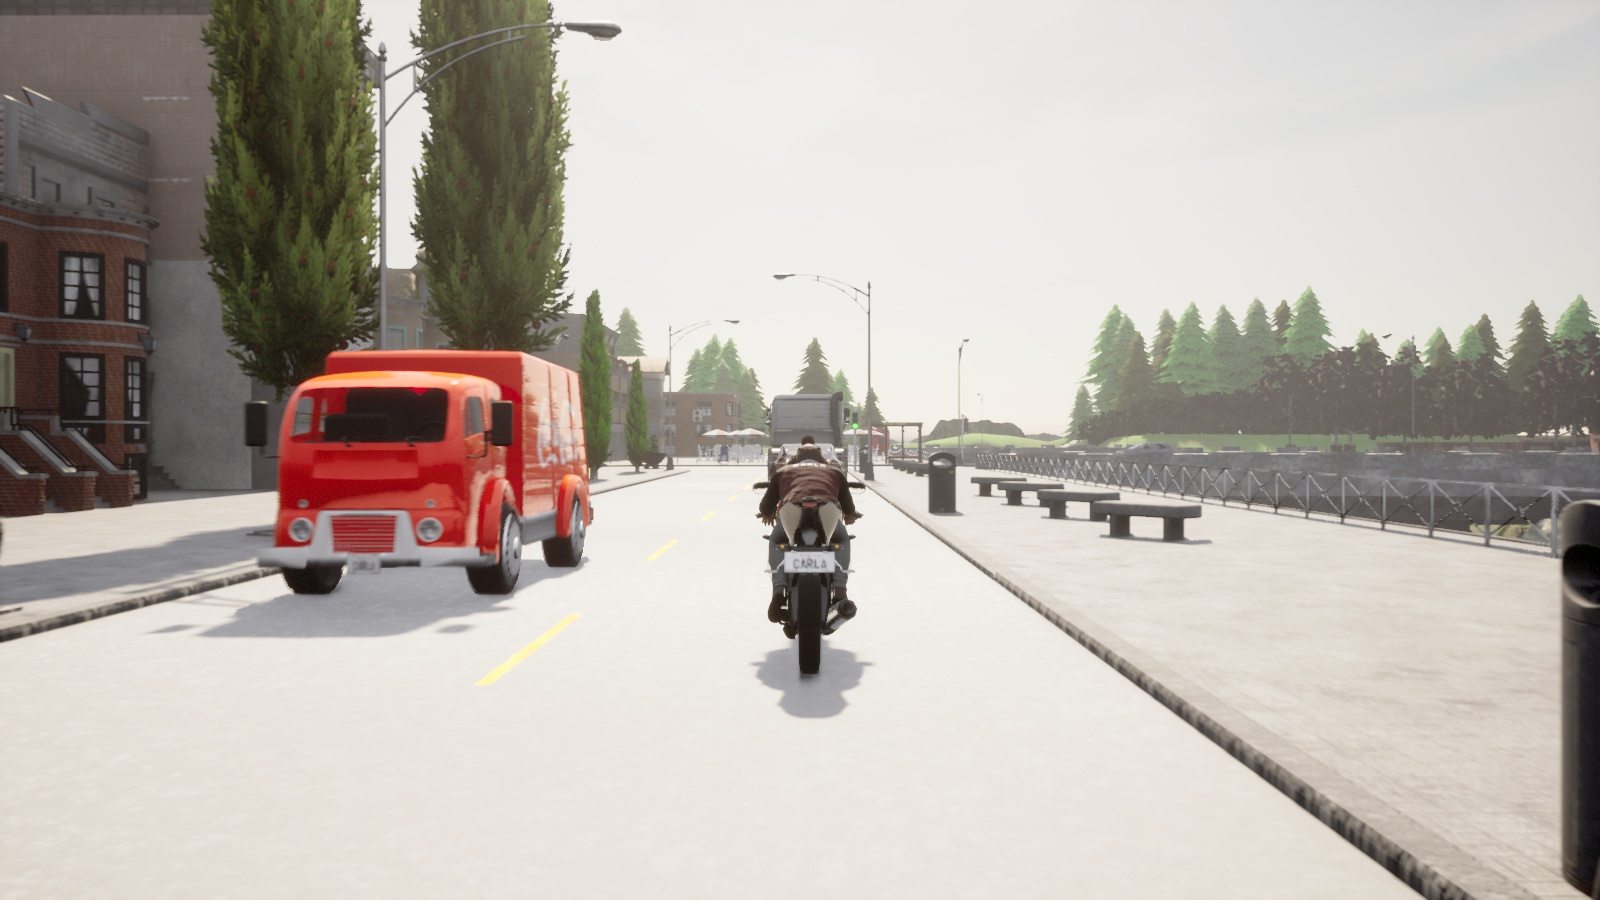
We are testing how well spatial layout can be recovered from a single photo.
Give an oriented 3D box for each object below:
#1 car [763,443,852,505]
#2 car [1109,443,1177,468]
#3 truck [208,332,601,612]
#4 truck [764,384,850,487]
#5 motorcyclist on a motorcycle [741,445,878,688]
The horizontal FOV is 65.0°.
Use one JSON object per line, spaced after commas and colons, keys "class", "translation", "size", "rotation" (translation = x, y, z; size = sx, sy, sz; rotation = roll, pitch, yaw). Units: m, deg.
{"class": "car", "translation": [0.196, 0.562, 32.686], "size": [2.163, 1.488, 4.792], "rotation": [0, 0, 0]}
{"class": "car", "translation": [20.977, 0.344, 76.896], "size": [3.633, 1.501, 1.845], "rotation": [0, 0, 0]}
{"class": "truck", "translation": [-3.908, 0.179, 13.702], "size": [2.627, 2.467, 5.204], "rotation": [0, 0, 0]}
{"class": "truck", "translation": [0.272, -0.495, 46.179], "size": [2.891, 3.462, 7.936], "rotation": [0, 0, 0]}
{"class": "motorcyclist on a motorcycle", "translation": [0.066, 0.731, 9.033], "size": [0.866, 1.530, 2.191], "rotation": [0, 0, 0]}
